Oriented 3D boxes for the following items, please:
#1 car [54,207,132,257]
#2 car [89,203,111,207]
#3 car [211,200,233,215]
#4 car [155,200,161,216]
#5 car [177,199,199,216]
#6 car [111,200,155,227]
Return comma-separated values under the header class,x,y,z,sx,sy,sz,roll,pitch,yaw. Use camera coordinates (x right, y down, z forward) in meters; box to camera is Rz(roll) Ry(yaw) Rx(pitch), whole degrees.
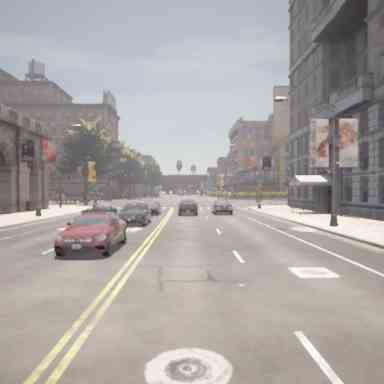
class,x,y,z,sx,sy,sz,roll,pitch,yaw
car,-3.766,1.518,13.098,1.812,1.442,4.674,0,0,-1
car,-7.367,1.586,26.511,1.895,1.301,4.718,0,0,-1
car,3.020,1.528,33.740,2.033,1.411,5.357,0,0,-1
car,-4.072,1.529,33.076,2.033,1.411,5.357,0,0,-1
car,-0.406,1.486,32.627,1.837,1.490,4.892,0,0,-1
car,-3.907,1.493,22.906,1.837,1.490,4.892,0,0,-1
